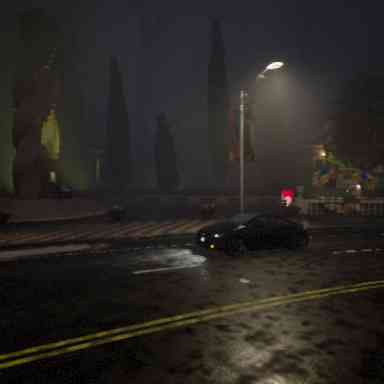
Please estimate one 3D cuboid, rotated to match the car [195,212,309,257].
[{"bbox_3d":[2.235,1.477,12.421,4.181,1.385,1.994,0,0,-22],"label":"car"}]
